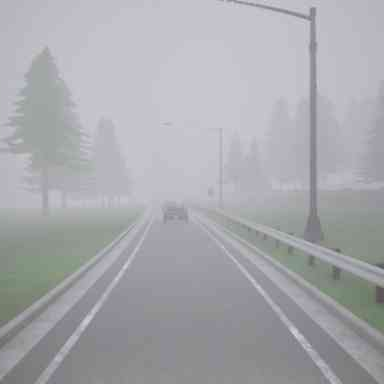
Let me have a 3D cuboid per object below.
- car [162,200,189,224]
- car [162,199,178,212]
[{"bbox_3d":[-1.290,1.566,25.577,2.128,1.511,4.902,0,0,-4],"label":"car"},{"bbox_3d":[-2.884,1.691,42.636,1.994,1.385,4.181,0,0,-6],"label":"car"}]
